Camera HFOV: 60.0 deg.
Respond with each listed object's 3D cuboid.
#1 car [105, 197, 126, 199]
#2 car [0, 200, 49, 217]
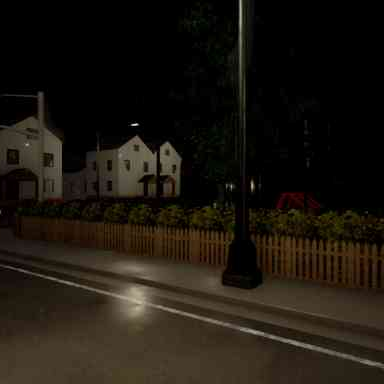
[{"bbox_3d":[-9.388,1.355,38.810,2.097,1.767,4.553,0,0,35],"label":"car"},{"bbox_3d":[-15.036,1.495,30.641,2.128,1.511,4.902,0,0,35],"label":"car"}]
